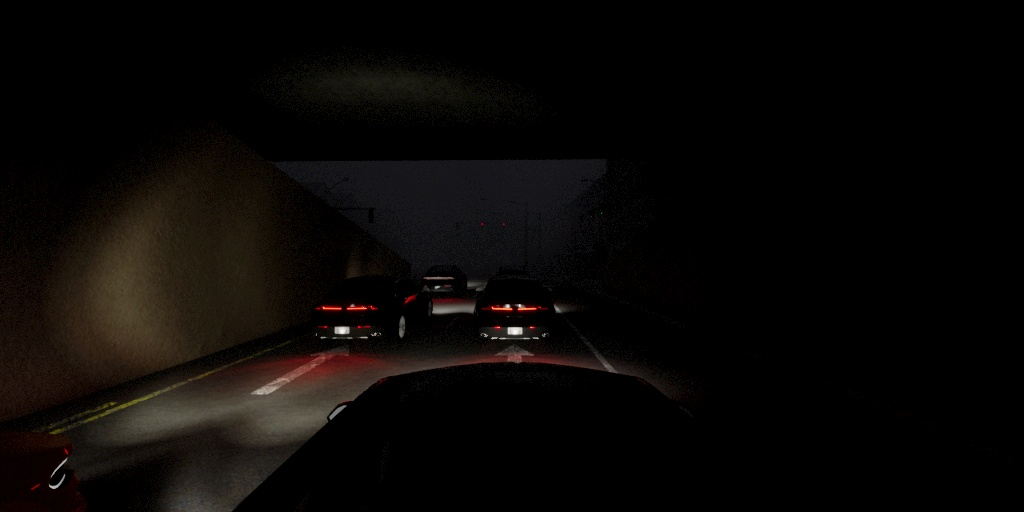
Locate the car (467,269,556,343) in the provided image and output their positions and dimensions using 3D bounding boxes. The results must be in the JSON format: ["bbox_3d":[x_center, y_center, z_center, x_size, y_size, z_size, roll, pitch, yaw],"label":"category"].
[{"bbox_3d":[0.054,1.255,9.609,1.837,1.490,4.892,0,0,0],"label":"car"}]

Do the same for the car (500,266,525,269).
[{"bbox_3d":[0.015,1.255,19.019,1.837,1.490,4.892,0,0,0],"label":"car"}]

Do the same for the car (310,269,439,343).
[{"bbox_3d":[-3.446,1.255,9.667,1.837,1.490,4.892,0,0,0],"label":"car"}]

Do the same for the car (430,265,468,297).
[{"bbox_3d":[-3.481,1.241,18.984,2.128,1.511,4.902,0,0,-1],"label":"car"}]
